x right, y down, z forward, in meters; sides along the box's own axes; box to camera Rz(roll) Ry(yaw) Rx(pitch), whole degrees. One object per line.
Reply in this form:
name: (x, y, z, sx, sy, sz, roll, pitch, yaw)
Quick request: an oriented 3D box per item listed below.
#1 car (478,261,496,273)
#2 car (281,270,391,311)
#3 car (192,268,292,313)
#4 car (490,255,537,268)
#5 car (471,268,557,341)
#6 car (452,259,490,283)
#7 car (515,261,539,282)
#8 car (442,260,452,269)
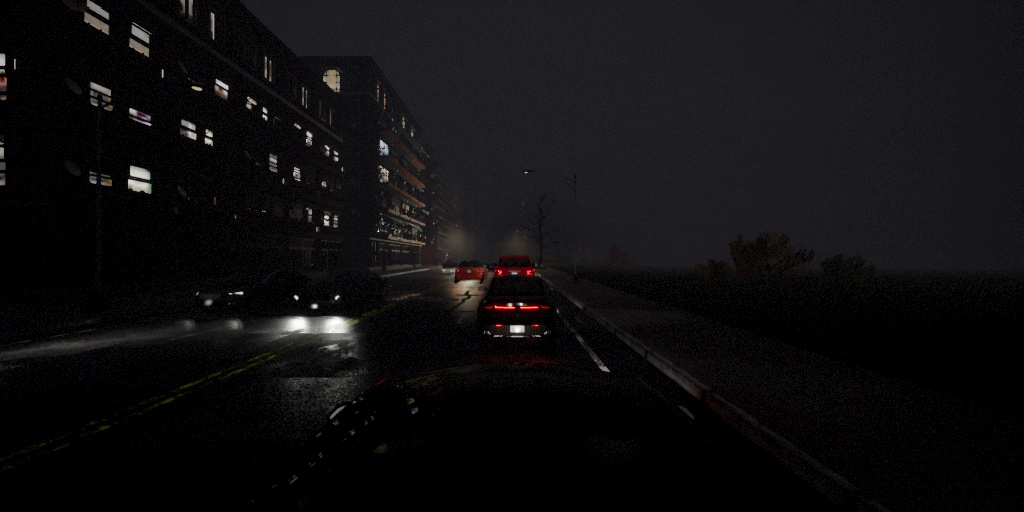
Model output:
car: (-3.090, 1.354, 45.312, 1.895, 1.301, 4.718, 0, 0, 0)
car: (-6.581, 1.300, 14.618, 2.033, 1.411, 5.357, 0, 0, 0)
car: (-9.833, 1.243, 14.074, 2.128, 1.511, 4.902, 0, 0, 0)
car: (0.125, 0.975, 20.161, 2.150, 2.045, 5.566, 0, 0, 0)
car: (0.113, 1.256, 9.814, 1.837, 1.490, 4.892, 0, 0, 0)
car: (-3.106, 1.108, 27.796, 2.097, 1.767, 4.553, 0, 0, -1)
car: (1.177, 1.209, 30.568, 1.801, 1.575, 5.366, 0, 0, 0)
car: (-9.766, 1.300, 56.797, 2.033, 1.411, 5.357, 0, 0, 0)
